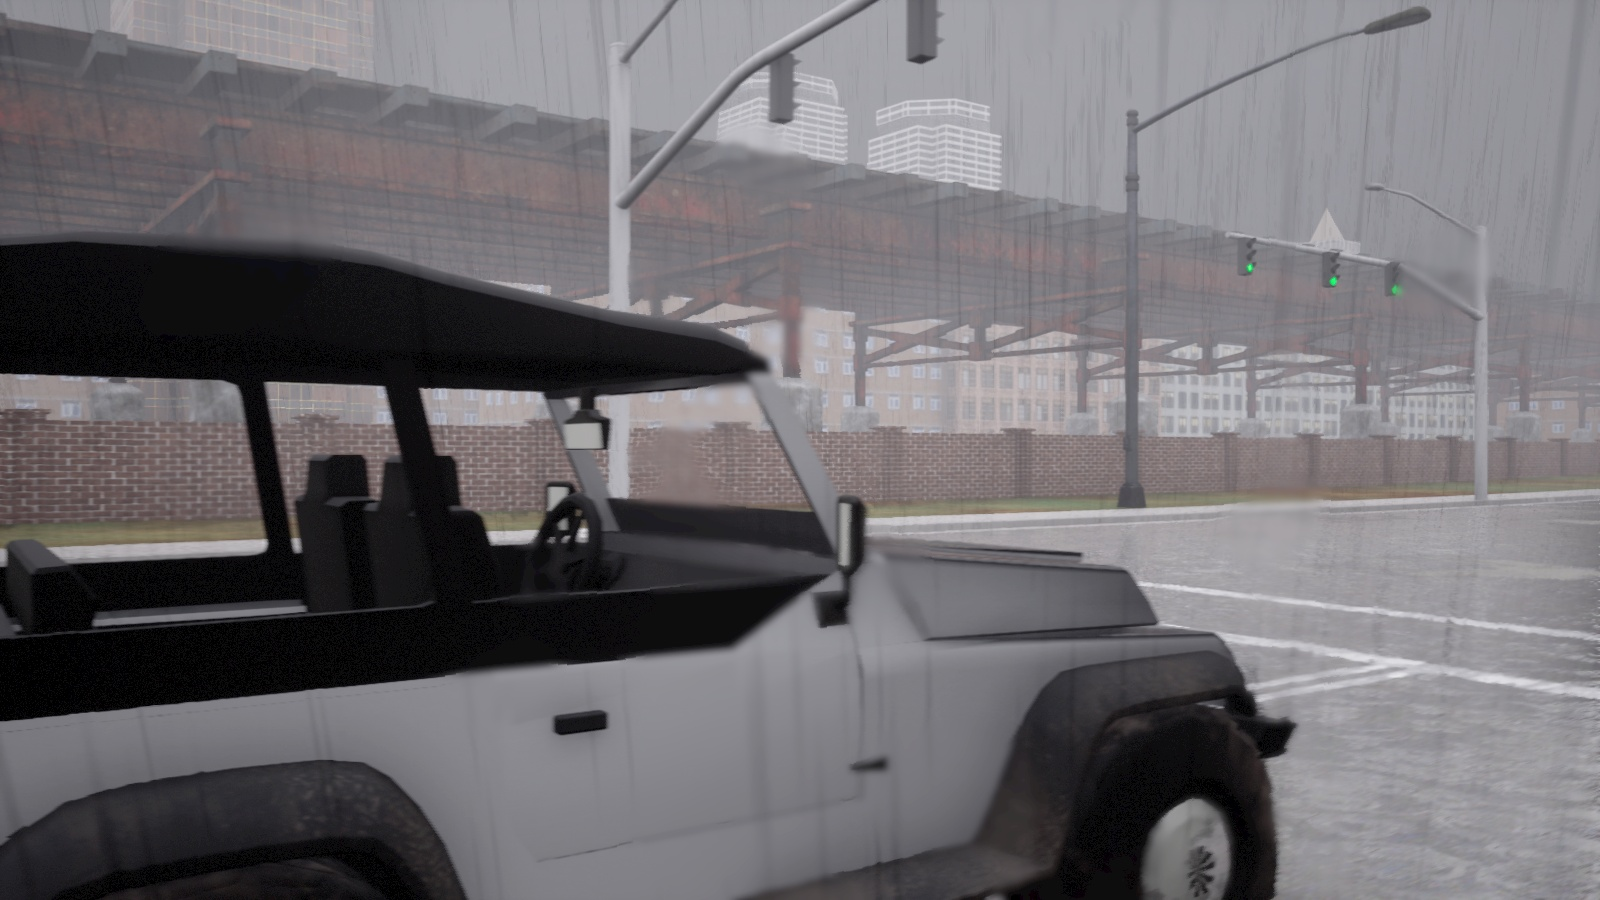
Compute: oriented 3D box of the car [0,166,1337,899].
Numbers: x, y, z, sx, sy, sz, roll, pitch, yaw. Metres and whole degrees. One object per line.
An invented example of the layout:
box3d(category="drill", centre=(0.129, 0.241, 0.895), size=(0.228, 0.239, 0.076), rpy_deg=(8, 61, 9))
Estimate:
box3d(category="car", centre=(-0.614, 0.550, 3.232), size=(3.866, 1.878, 1.905), rpy_deg=(0, 0, -35))
